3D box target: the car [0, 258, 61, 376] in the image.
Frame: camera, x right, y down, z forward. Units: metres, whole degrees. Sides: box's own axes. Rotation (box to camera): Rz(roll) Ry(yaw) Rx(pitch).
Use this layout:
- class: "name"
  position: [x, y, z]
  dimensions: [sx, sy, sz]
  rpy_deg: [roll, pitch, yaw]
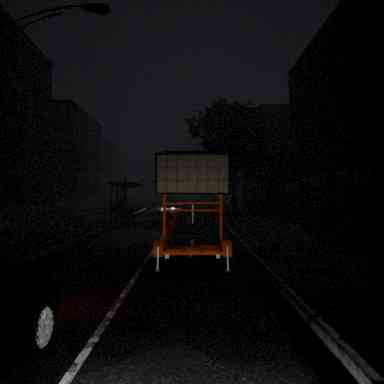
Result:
- class: "car"
  position: [-3.008, 1.479, 3.259]
  dimensions: [1.882, 1.535, 5.008]
  rpy_deg: [0, 0, 0]

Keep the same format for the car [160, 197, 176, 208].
- class: "car"
  position: [-3.140, 1.371, 44.720]
  dimensions: [1.994, 1.385, 4.181]
  rpy_deg: [0, 1, 0]

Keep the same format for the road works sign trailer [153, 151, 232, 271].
- class: "road works sign trailer"
  position: [0.023, 0.470, 10.849]
  dimensions: [2.380, 3.560, 2.880]
  rpy_deg: [0, 0, 0]
